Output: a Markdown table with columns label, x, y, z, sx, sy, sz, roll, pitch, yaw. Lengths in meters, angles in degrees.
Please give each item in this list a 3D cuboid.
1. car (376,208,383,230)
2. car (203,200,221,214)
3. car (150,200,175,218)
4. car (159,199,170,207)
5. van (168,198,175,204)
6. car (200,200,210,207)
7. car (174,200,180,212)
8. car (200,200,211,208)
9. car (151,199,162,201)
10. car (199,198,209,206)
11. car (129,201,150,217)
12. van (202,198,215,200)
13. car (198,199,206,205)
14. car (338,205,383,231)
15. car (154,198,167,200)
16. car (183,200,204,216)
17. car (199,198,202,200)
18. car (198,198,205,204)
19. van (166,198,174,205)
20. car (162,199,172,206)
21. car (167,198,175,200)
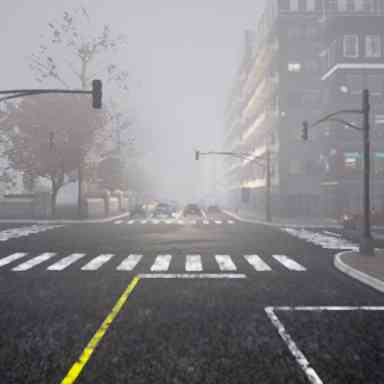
| label | x | y | z | sx | sy | sz | roll | pitch | yaw |
| --- | --- | --- | --- | --- | --- | --- | --- | --- | --- |
| car | 15.141 | 2.055 | 21.732 | 4.892 | 1.490 | 1.837 | 1 | -1 | -1 |
| car | 2.671 | 2.033 | 42.269 | 1.887 | 1.381 | 4.507 | 0 | -1 | 0 |
| car | -3.112 | 1.940 | 36.038 | 1.812 | 1.442 | 4.674 | 0 | -1 | 0 |
| car | -5.725 | 2.280 | 70.415 | 1.967 | 1.590 | 4.097 | 0 | -1 | 0 |
| van | -5.738 | 2.477 | 92.933 | 1.690 | 1.788 | 3.998 | 0 | -1 | 0 |
| car | 2.655 | 2.384 | 70.417 | 1.887 | 1.381 | 4.507 | 0 | -1 | 0 |
| car | -3.117 | 2.135 | 45.960 | 1.895 | 1.301 | 4.718 | 0 | -1 | 0 |
| car | 2.657 | 2.318 | 64.788 | 2.008 | 1.369 | 4.403 | 0 | -1 | 0 |
| car | -5.712 | 2.081 | 47.725 | 1.752 | 1.417 | 4.829 | 0 | -1 | 0 |
| car | 2.652 | 2.227 | 76.050 | 2.192 | 1.841 | 5.009 | 0 | -1 | 0 |
| car | -5.707 | 1.988 | 36.634 | 1.947 | 1.339 | 4.313 | 0 | -1 | 0 |
| van | 2.668 | 1.898 | 47.901 | 1.690 | 1.788 | 3.998 | 0 | -1 | 0 |
| car | 2.645 | 2.604 | 87.307 | 1.887 | 1.381 | 4.507 | 0 | -1 | 0 |
| car | 13.454 | 1.874 | 24.323 | 5.009 | 1.841 | 2.192 | 1 | -2 | -1 |
| car | -5.716 | 1.942 | 53.527 | 2.192 | 1.841 | 5.009 | 0 | -1 | 0 |
| car | 0.066 | 1.966 | 38.213 | 1.812 | 1.442 | 4.674 | 0 | 0 | 0 |
| car | 2.661 | 2.137 | 59.160 | 1.967 | 1.590 | 4.097 | 0 | -1 | 0 |
| car | 2.642 | 2.575 | 92.937 | 1.967 | 1.590 | 4.097 | 0 | -1 | 0 |
| van | -5.735 | 2.401 | 87.305 | 1.690 | 1.788 | 3.998 | 0 | -1 | 0 |
| car | -5.728 | 2.352 | 76.044 | 1.967 | 1.590 | 4.097 | 0 | -1 | 0 |
| car | -3.107 | 2.164 | 56.152 | 1.837 | 1.490 | 4.892 | 0 | -1 | 0 |
